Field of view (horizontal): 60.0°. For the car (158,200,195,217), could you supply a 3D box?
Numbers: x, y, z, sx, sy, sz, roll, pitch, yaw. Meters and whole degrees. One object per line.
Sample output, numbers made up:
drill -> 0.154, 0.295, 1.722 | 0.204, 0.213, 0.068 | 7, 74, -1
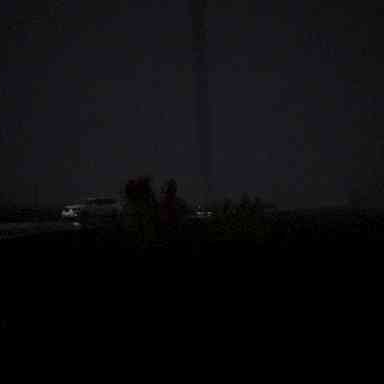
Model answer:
car -> -1.885, 1.869, 33.963 | 2.033, 1.411, 5.357 | -1, -1, 35

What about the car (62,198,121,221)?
car -> -9.011, 1.536, 30.441 | 2.150, 2.045, 5.566 | -1, -1, 36

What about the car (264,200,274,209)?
car -> 11.788, 2.088, 53.087 | 1.837, 1.490, 4.892 | -1, -1, 36

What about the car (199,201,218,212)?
car -> 2.893, 2.042, 46.941 | 1.837, 1.490, 4.892 | -1, -1, 36

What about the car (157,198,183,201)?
car -> -3.049, 1.648, 38.722 | 2.150, 2.045, 5.566 | -1, -1, 36
